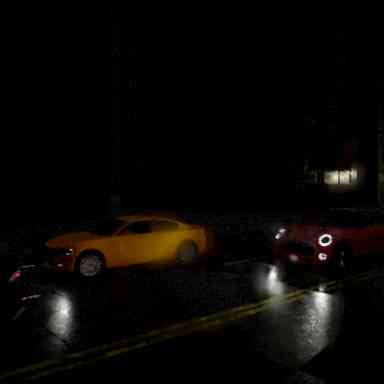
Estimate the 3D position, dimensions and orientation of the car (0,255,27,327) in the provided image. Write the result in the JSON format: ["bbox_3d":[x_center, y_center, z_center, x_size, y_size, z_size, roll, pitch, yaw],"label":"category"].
[{"bbox_3d":[-4.827,1.495,4.213,4.902,1.511,2.128,0,0,-35],"label":"car"}]

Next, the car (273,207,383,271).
[{"bbox_3d":[4.800,1.341,10.998,4.553,1.767,2.097,0,0,-35],"label":"car"}]

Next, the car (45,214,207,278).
[{"bbox_3d":[-1.849,1.472,10.307,5.008,1.535,1.882,0,0,-35],"label":"car"}]
